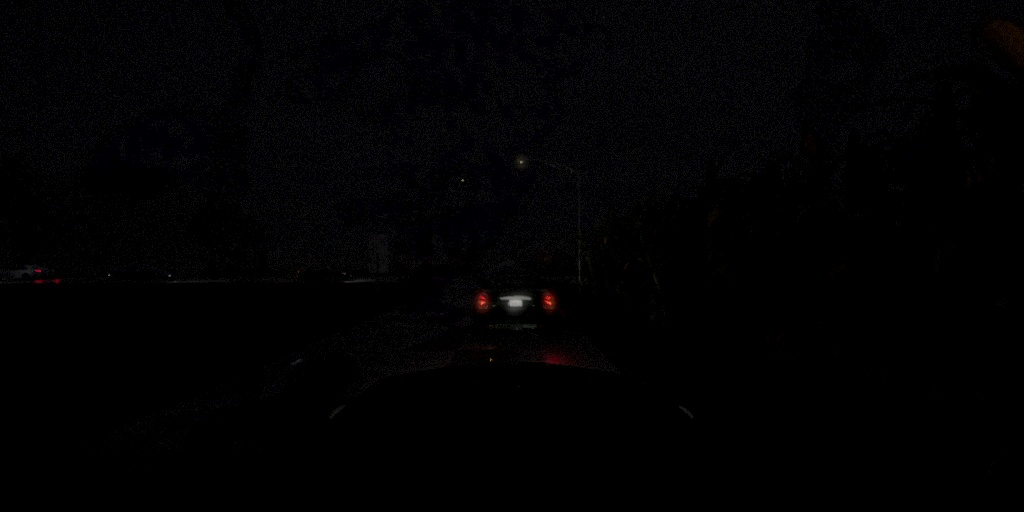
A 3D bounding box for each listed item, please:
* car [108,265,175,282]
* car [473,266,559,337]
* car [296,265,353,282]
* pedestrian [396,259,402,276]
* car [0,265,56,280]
[{"bbox_3d":[-33.356,1.529,32.356,4.902,1.511,2.128,0,1,0],"label":"car"},{"bbox_3d":[0.100,1.149,10.554,2.097,1.767,4.553,0,0,0],"label":"car"},{"bbox_3d":[-16.898,1.514,32.403,4.674,1.442,1.812,0,1,0],"label":"car"},{"bbox_3d":[-12.158,1.198,38.388,0.375,1.860,0.375,0,1,0],"label":"pedestrian"},{"bbox_3d":[-47.837,1.615,35.213,4.674,1.442,1.812,-1,1,0],"label":"car"}]
